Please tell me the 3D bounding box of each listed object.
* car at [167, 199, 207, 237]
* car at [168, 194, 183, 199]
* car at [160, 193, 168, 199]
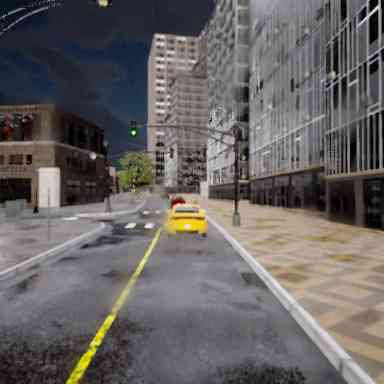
[{"bbox_3d":[-0.289,1.360,17.322,1.882,1.535,5.008,0,0,-2],"label":"car"},{"bbox_3d":[-1.797,1.233,41.879,1.812,1.442,4.674,0,0,-5],"label":"car"},{"bbox_3d":[-6.216,0.974,77.321,1.812,1.442,4.674,0,0,-9],"label":"car"}]
